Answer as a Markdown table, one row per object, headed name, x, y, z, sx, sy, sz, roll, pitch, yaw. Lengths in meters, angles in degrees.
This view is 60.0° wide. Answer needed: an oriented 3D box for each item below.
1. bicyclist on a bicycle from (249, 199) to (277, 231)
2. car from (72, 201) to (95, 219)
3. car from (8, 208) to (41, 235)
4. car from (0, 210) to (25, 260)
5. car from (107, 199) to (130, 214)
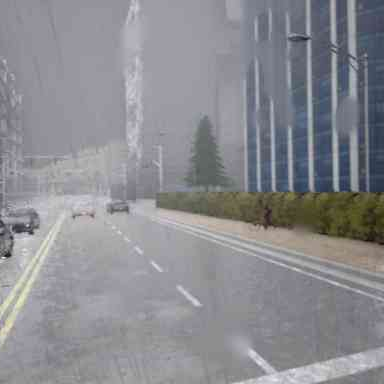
| name | x | y | z | sx | sy | sz | roll | pitch | yaw |
| --- | --- | --- | --- | --- | --- | --- | --- | --- | --- |
| bicyclist on a bicycle | 3.583 | 1.162 | 16.766 | 1.656 | 1.620 | 0.582 | -2 | 0 | -19 |
| car | -9.941 | 1.587 | 30.379 | 1.812 | 1.442 | 4.674 | -1 | 0 | -19 |
| car | -10.051 | 1.664 | 19.551 | 2.033 | 1.411 | 5.357 | -1 | 0 | -19 |
| car | -6.868 | 1.591 | 10.366 | 2.128 | 1.511 | 4.902 | -1 | 0 | -19 |
| car | -7.801 | 1.488 | 34.964 | 2.128 | 1.511 | 4.902 | -1 | 0 | -20 |
